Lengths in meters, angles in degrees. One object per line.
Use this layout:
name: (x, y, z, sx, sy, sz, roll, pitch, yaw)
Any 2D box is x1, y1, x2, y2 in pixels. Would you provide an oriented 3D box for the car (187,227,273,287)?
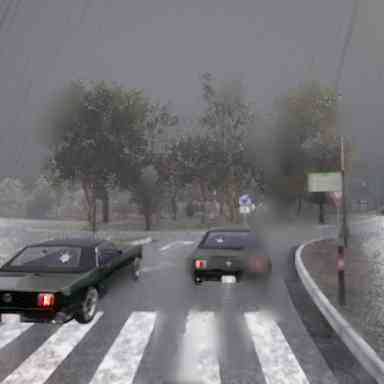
car: (1.191, 1.632, 9.414, 1.895, 1.301, 4.718, -1, -1, 10)

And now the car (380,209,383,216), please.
car: (24.787, 2.388, 41.227, 1.895, 1.301, 4.718, -1, -3, 19)

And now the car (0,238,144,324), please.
car: (-2.484, 1.654, 7.251, 1.895, 1.301, 4.718, -1, -1, 7)

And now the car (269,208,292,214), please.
car: (18.603, 4.212, 69.980, 4.892, 1.490, 1.837, -4, -6, 40)
